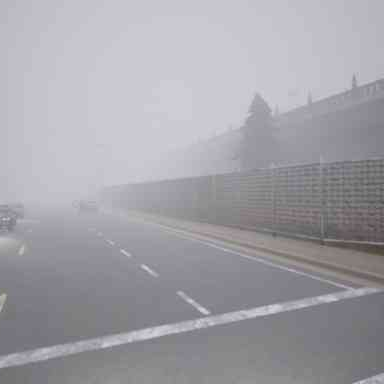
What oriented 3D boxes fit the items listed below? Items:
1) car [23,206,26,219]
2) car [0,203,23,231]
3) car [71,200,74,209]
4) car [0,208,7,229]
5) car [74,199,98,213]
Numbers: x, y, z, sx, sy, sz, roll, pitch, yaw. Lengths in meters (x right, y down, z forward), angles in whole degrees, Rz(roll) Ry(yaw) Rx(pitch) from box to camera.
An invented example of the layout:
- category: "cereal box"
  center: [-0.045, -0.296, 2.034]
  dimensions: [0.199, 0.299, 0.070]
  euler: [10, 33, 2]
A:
- category: "car"
  center: [-16.450, 1.709, 30.733]
  dimensions: [2.033, 1.411, 5.357]
  euler: [-1, 0, -23]
- category: "car"
  center: [-12.195, 1.607, 21.036]
  dimensions: [2.128, 1.511, 4.902]
  euler: [-1, 0, -24]
- category: "car"
  center: [-16.360, 1.718, 48.094]
  dimensions: [1.895, 1.301, 4.718]
  euler: [-1, 0, -24]
- category: "car"
  center: [-8.049, 1.563, 11.625]
  dimensions: [2.128, 1.511, 4.902]
  euler: [-1, 0, -24]
- category: "car"
  center: [-12.099, 1.562, 38.534]
  dimensions: [2.128, 1.511, 4.902]
  euler: [-1, 0, -23]
